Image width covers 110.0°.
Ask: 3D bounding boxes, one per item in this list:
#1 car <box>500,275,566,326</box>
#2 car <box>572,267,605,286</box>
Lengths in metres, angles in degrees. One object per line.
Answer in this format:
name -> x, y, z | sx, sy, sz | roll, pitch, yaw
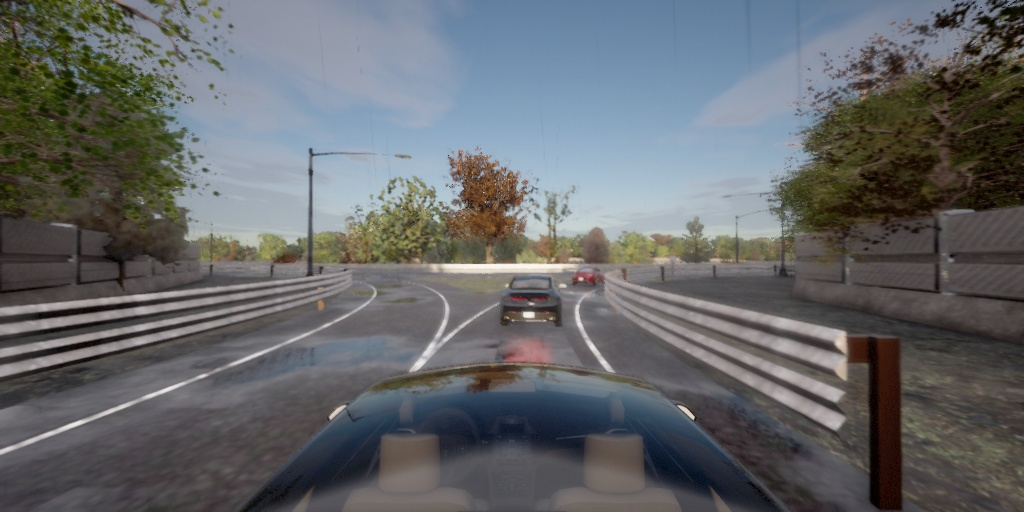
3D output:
car -> 0.776, 1.368, 12.210 | 1.837, 1.490, 4.892 | 0, 0, 7
car -> 6.160, 1.555, 28.240 | 1.812, 1.442, 4.674 | 0, -1, 29
